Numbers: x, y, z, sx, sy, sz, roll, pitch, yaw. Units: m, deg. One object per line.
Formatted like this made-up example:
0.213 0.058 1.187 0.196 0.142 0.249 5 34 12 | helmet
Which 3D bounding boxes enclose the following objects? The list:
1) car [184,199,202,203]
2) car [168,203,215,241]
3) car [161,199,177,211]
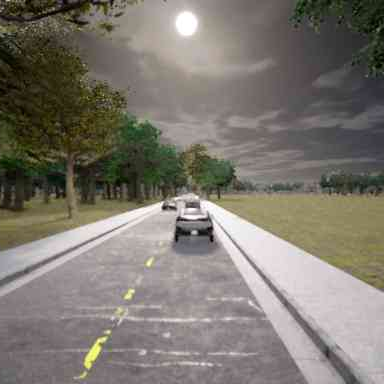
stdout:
0.092 1.607 40.229 1.837 1.490 4.892 0 0 0 | car
0.098 1.535 16.754 2.128 1.511 4.902 0 0 0 | car
-2.836 1.657 42.810 2.033 1.411 5.357 0 0 0 | car
